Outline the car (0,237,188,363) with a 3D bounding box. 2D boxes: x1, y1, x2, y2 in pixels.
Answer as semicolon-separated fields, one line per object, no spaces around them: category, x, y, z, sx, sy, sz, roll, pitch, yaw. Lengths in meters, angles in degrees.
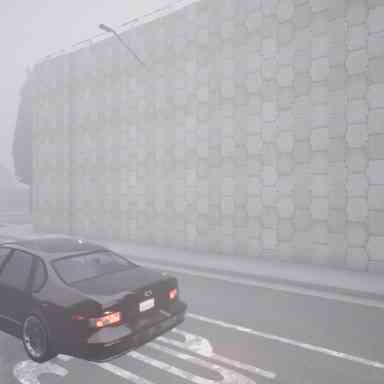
car;-2.648;1.547;5.865;5.357;1.411;2.033;0;0;35
